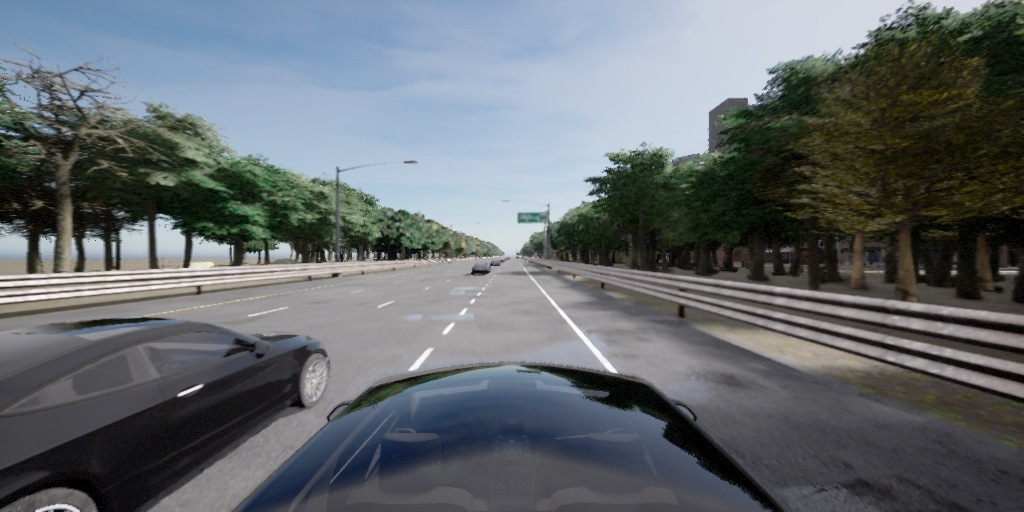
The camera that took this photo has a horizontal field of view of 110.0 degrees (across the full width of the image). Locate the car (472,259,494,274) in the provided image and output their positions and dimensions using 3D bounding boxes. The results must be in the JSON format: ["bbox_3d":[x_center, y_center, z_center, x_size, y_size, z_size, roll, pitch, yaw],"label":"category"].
[{"bbox_3d":[-3.404,1.322,40.365,1.994,1.385,4.181,0,0,0],"label":"car"}]

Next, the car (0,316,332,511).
[{"bbox_3d":[-3.500,1.276,3.214,1.812,1.442,4.674,0,0,0],"label":"car"}]
